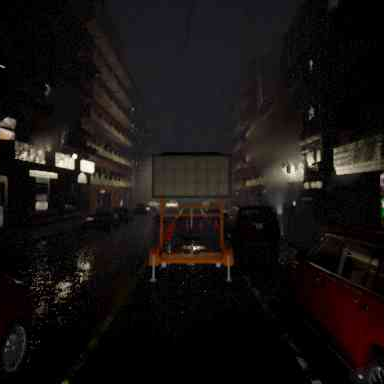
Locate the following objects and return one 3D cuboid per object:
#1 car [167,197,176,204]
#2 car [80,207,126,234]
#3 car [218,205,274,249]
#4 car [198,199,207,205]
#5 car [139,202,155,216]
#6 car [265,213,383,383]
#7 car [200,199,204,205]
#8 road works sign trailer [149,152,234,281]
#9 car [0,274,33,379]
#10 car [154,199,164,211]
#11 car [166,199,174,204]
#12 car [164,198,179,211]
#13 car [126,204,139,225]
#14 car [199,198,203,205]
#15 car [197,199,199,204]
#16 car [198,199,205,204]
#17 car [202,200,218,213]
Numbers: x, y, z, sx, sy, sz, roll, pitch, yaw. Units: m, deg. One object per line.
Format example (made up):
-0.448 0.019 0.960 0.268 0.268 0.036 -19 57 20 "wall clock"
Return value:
-5.842 2.389 93.990 2.192 1.841 5.009 -1 -1 0 "car"
-5.730 1.823 21.165 1.802 1.307 4.206 -1 -1 0 "car"
2.655 1.492 15.550 2.192 1.841 5.009 -1 -1 0 "car"
2.558 2.495 82.768 2.008 1.369 4.403 -1 -1 0 "car"
-5.755 1.983 37.971 2.008 1.369 4.403 -1 -1 0 "car"
2.672 1.366 4.347 2.192 1.841 5.009 -1 -1 0 "car"
2.608 2.125 49.157 1.947 1.339 4.313 -1 -1 0 "car"
-0.010 0.581 10.201 2.380 3.560 2.880 0 -1 1 "road works sign trailer"
-3.103 1.560 2.877 1.812 1.442 4.674 0 -1 0 "car"
-5.772 2.110 49.174 2.008 1.369 4.403 -1 -1 0 "car"
-5.831 2.560 88.385 2.008 1.369 4.403 -1 -1 0 "car"
-3.093 2.119 52.193 1.812 1.442 4.674 0 -1 0 "car"
-5.739 1.887 26.766 1.802 1.307 4.206 -1 -1 0 "car"
2.598 2.063 54.760 1.967 1.590 4.097 -1 -1 0 "car"
2.566 2.446 77.165 1.947 1.339 4.313 -1 -1 0 "car"
2.549 2.536 88.540 1.752 1.417 4.829 -1 -1 0 "car"
2.616 2.023 43.726 1.752 1.417 4.829 -1 -1 0 "car"
